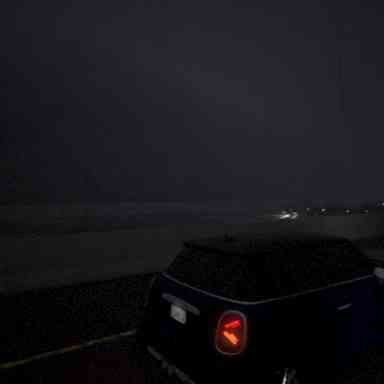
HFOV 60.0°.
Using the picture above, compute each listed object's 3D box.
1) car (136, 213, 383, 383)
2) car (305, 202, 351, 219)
[{"bbox_3d":[1.577,1.355,4.872,4.553,1.767,2.097,0,0,-36],"label":"car"},{"bbox_3d":[12.513,1.623,30.500,4.718,1.301,1.895,0,0,-39],"label":"car"}]
